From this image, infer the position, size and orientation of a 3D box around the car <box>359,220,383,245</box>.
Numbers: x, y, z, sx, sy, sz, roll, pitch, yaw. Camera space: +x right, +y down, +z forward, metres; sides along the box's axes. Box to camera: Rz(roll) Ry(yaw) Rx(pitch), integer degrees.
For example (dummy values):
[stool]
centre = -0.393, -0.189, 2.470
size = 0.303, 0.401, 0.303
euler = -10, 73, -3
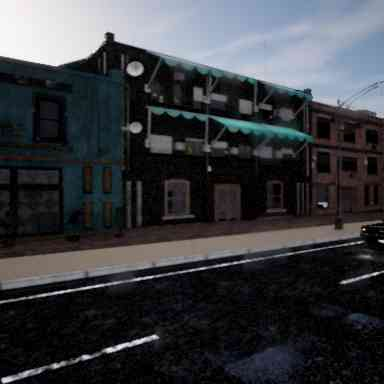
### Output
[car]
centre = 9.197, 1.606, 14.239
size = 4.718, 1.301, 1.895
euler = 0, 0, -35
